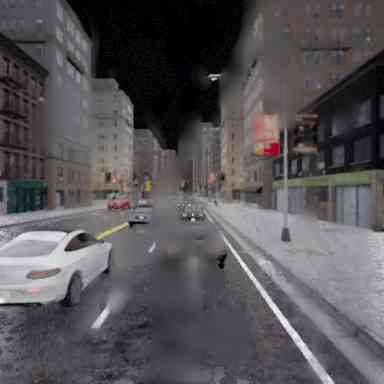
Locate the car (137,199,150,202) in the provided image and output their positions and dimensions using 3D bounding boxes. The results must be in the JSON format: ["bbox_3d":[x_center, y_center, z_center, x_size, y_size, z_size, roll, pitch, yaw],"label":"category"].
[{"bbox_3d":[-6.602,1.723,44.772,1.882,1.535,5.008,0,0,0],"label":"car"}]

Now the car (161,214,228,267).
[{"bbox_3d":[0.077,1.663,11.548,1.895,1.301,4.718,0,0,0],"label":"car"}]

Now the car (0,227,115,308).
[{"bbox_3d":[-3.185,1.568,7.892,1.812,1.442,4.674,0,0,1],"label":"car"}]

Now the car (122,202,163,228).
[{"bbox_3d":[-3.193,1.676,23.499,2.033,1.411,5.357,0,0,0],"label":"car"}]

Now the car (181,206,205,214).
[{"bbox_3d":[0.071,1.747,26.763,1.895,1.301,4.718,0,0,0],"label":"car"}]

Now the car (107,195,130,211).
[{"bbox_3d":[-9.851,1.472,45.241,2.150,2.045,5.566,0,-1,0],"label":"car"}]
